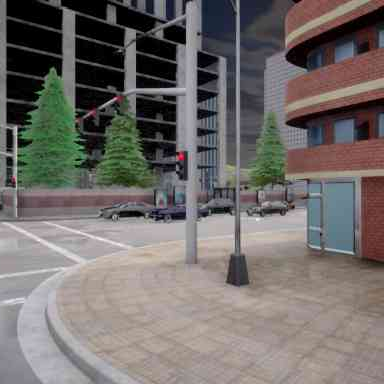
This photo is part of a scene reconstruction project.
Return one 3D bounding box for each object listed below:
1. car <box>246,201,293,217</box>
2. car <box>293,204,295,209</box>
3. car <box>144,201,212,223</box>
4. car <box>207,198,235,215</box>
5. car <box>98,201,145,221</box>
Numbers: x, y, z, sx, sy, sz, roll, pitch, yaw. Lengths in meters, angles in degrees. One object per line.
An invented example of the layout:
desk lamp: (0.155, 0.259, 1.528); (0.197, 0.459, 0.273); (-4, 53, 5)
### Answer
car: (7.345, 1.581, 32.236); (4.674, 1.442, 1.812); (0, 0, -35)
car: (9.582, 1.656, 38.117); (4.718, 1.301, 1.895); (0, 0, -35)
car: (-1.032, 1.656, 26.307); (4.718, 1.301, 1.895); (0, 0, -35)
car: (2.187, 1.407, 32.876); (4.553, 1.767, 2.097); (0, 0, -35)
car: (-5.295, 1.547, 27.576); (4.902, 1.511, 2.128); (0, 0, -35)
